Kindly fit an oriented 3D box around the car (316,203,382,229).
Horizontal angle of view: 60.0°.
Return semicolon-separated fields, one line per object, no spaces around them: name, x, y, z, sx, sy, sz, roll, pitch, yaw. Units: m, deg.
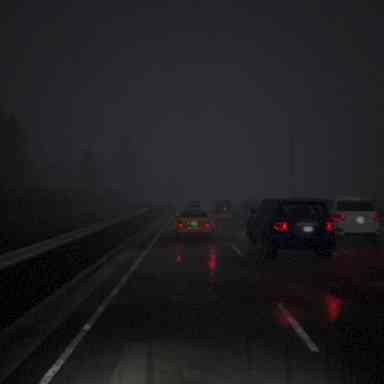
car;10.603;1.573;23.023;2.033;1.411;5.357;0;0;0

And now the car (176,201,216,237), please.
car;0.103;1.476;18.078;1.801;1.575;5.366;0;0;0

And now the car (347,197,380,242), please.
car;7.103;1.241;16.721;2.150;2.045;5.566;0;0;0

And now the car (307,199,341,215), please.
car;14.108;1.565;35.750;1.812;1.442;4.674;0;0;0

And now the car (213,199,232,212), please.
car;3.608;1.550;39.027;1.837;1.490;4.892;0;0;0

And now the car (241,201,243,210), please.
car;7.106;1.523;40.440;1.882;1.535;5.008;0;0;0

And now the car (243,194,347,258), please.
car;3.602;1.237;12.991;2.150;2.045;5.566;0;0;0
